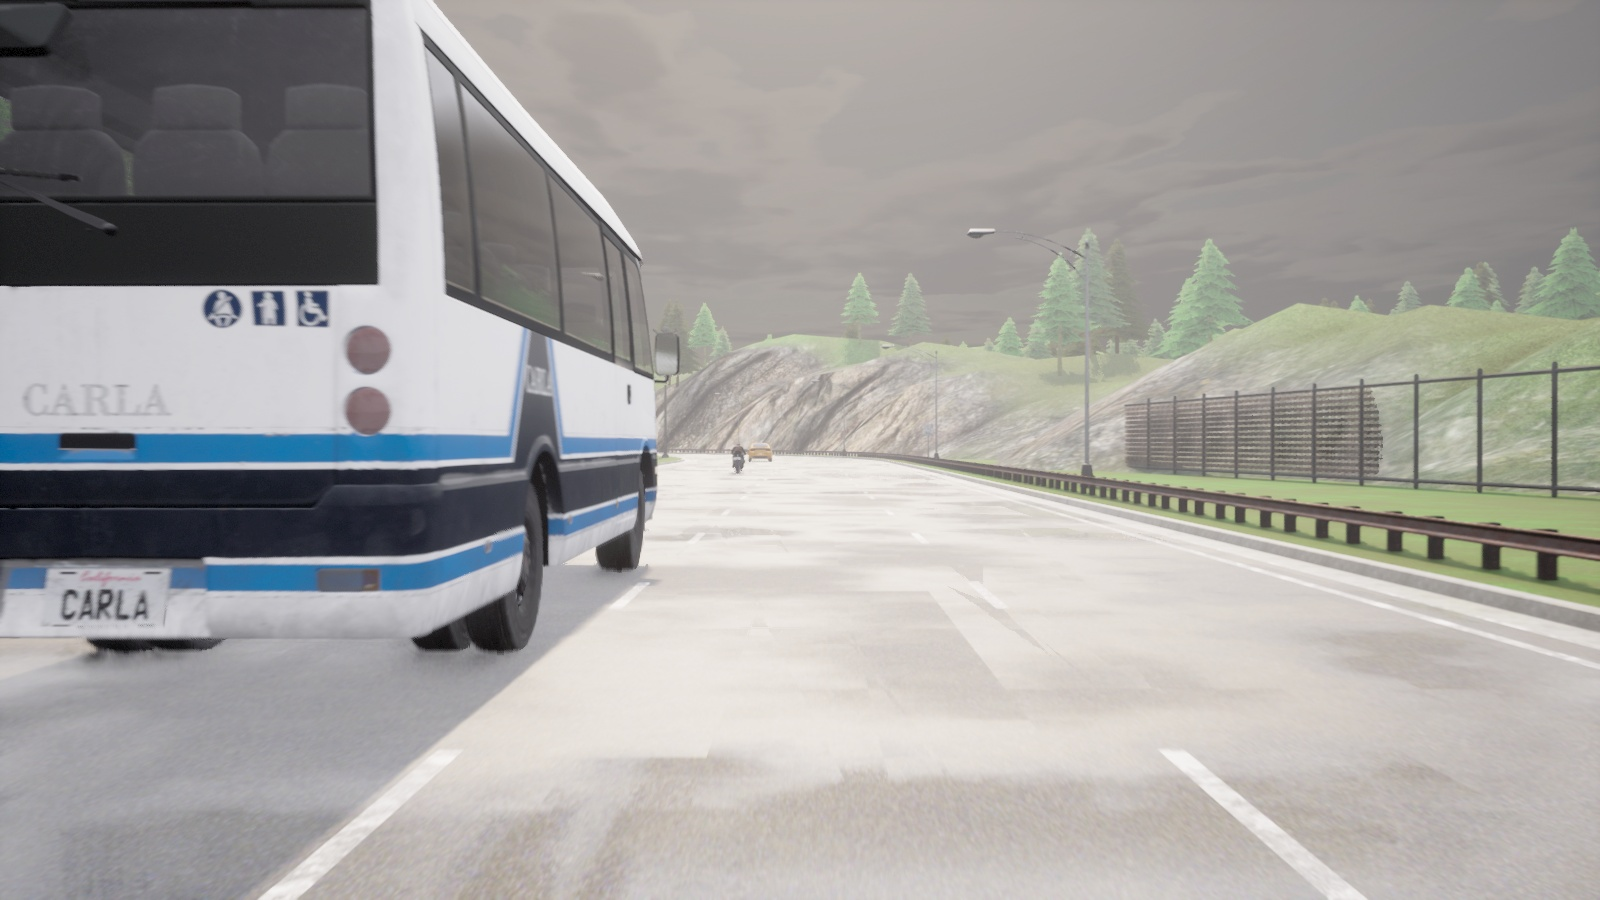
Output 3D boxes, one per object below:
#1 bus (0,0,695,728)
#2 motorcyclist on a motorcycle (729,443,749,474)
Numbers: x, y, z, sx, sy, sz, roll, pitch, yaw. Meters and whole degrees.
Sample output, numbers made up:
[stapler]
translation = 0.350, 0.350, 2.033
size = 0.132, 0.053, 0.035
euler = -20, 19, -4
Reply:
[bus]
translation = -3.417, -0.699, 11.730
size = 3.944, 4.253, 10.273
euler = 0, 0, 0
[motorcyclist on a motorcycle]
translation = -3.049, 0.426, 62.542
size = 0.866, 1.530, 2.191
euler = 0, 0, 0
